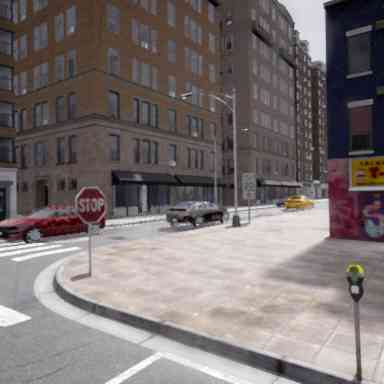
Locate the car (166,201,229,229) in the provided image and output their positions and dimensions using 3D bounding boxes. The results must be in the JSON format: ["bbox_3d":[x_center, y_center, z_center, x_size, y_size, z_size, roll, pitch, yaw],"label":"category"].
[{"bbox_3d":[0.468,1.296,20.137,2.128,1.511,4.902,-1,0,36],"label":"car"}]

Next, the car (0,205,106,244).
[{"bbox_3d":[-6.394,1.403,15.645,1.882,1.535,5.008,-1,0,36],"label":"car"}]

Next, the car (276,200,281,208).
[{"bbox_3d":[12.217,1.235,41.486,2.033,1.411,5.357,-1,0,36],"label":"car"}]

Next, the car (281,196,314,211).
[{"bbox_3d":[11.600,1.142,35.627,1.882,1.535,5.008,-1,0,36],"label":"car"}]
